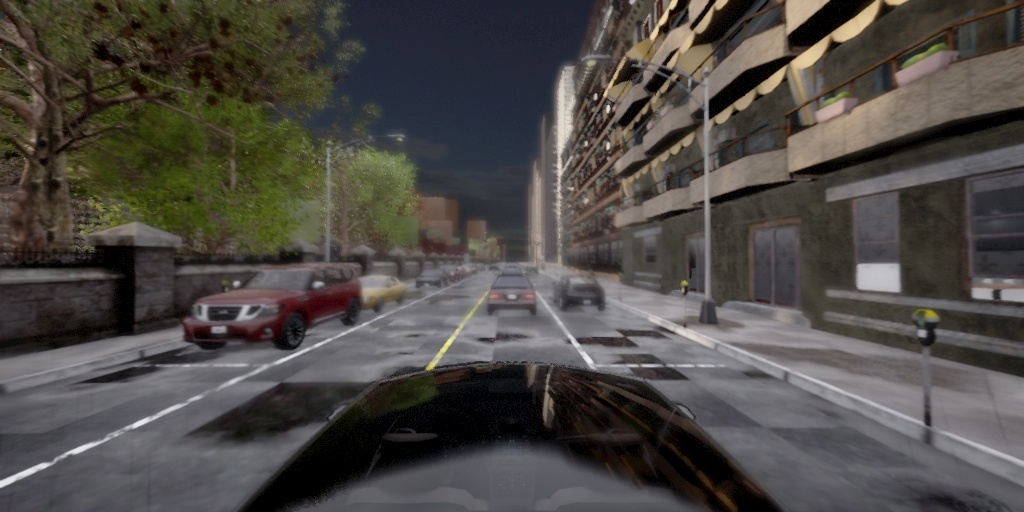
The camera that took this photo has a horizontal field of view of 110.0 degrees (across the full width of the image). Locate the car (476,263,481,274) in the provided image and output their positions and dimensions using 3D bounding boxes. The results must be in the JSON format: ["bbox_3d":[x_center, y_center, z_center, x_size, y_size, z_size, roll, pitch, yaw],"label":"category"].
[{"bbox_3d":[-5.688,1.677,48.246,1.967,1.591,4.097,0,0,0],"label":"car"}]

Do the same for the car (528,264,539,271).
[{"bbox_3d":[2.693,1.788,48.248,2.007,1.370,4.403,0,0,0],"label":"car"}]

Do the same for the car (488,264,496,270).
[{"bbox_3d":[-3.051,1.980,61.340,1.895,1.301,4.718,0,-1,1],"label":"car"}]

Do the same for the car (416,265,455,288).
[{"bbox_3d":[-5.690,1.567,26.093,1.948,1.339,4.313,0,0,0],"label":"car"}]

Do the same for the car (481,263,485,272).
[{"bbox_3d":[-5.764,1.908,59.321,2.007,1.370,4.403,0,0,0],"label":"car"}]

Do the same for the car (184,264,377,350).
[{"bbox_3d":[-5.691,1.144,9.478,2.192,1.841,5.009,0,0,0],"label":"car"}]

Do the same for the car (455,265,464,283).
[{"bbox_3d":[-5.689,1.500,31.631,1.967,1.591,4.097,0,0,0],"label":"car"}]

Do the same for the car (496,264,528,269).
[{"bbox_3d":[0.010,1.584,29.393,2.033,1.411,5.357,0,-1,1],"label":"car"}]

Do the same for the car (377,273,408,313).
[{"bbox_3d":[-5.690,1.412,14.846,1.751,1.417,4.829,0,0,0],"label":"car"}]

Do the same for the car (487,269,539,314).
[{"bbox_3d":[0.011,1.427,14.380,2.033,1.411,5.357,0,-1,0],"label":"car"}]

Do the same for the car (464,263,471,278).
[{"bbox_3d":[-5.688,1.701,37.169,1.802,1.307,4.207,0,0,0],"label":"car"}]

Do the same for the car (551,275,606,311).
[{"bbox_3d":[2.690,1.437,15.018,2.007,1.370,4.403,0,0,0],"label":"car"}]

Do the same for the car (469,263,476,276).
[{"bbox_3d":[-5.688,1.703,42.537,1.751,1.417,4.829,0,0,0],"label":"car"}]
